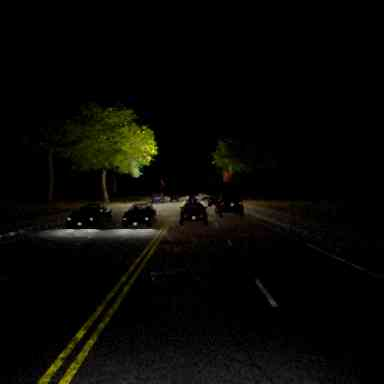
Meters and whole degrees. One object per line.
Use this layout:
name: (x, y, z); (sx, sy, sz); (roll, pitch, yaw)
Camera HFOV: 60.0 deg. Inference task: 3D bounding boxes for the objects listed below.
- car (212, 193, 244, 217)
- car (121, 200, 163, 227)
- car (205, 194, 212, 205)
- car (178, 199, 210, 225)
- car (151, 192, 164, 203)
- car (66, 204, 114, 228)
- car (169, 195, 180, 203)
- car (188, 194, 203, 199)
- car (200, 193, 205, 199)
car: (3.352, 1.140, 30.468); (2.150, 2.045, 5.566); (0, 0, 0)
car: (-3.344, 1.485, 22.251); (2.033, 1.411, 5.357); (0, 0, 0)
car: (3.355, 1.228, 48.752); (2.097, 1.767, 4.553); (0, 0, 0)
car: (0.104, 1.460, 23.660); (1.812, 1.442, 4.674); (0, 0, 0)
car: (-6.505, 1.069, 63.321); (2.150, 2.045, 5.566); (0, 0, 0)
car: (-6.596, 1.485, 22.176); (2.033, 1.411, 5.357); (0, 0, 0)
car: (-3.259, 1.344, 63.363); (1.837, 1.490, 4.892); (0, 0, 0)
car: (0.107, 1.431, 45.755); (2.033, 1.411, 5.357); (0, 0, 0)
car: (3.258, 1.423, 76.500); (1.895, 1.301, 4.718); (0, 0, 0)
